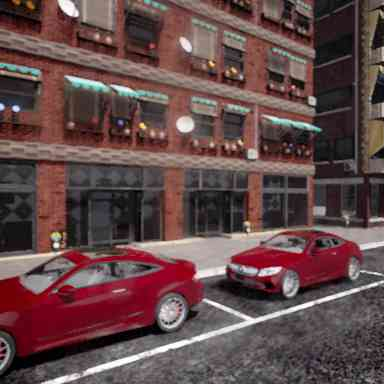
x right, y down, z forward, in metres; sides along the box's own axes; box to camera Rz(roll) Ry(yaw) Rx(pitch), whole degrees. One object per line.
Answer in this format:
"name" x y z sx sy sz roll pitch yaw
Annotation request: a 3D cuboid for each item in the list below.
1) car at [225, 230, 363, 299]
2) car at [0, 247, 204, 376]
"car" 2.773 1.655 8.555 4.206 1.307 1.802 1 -1 -36
"car" -1.722 1.598 5.341 4.206 1.307 1.802 1 -1 -36
